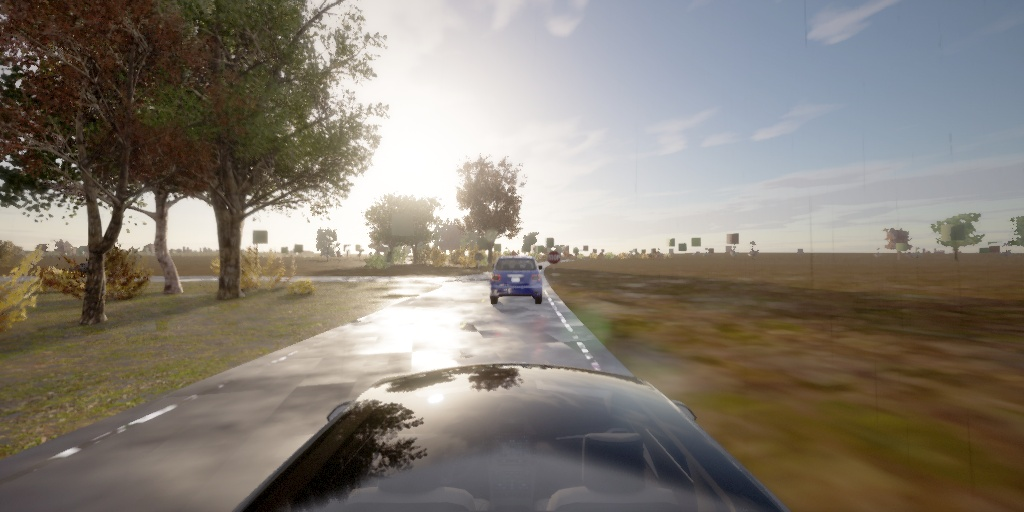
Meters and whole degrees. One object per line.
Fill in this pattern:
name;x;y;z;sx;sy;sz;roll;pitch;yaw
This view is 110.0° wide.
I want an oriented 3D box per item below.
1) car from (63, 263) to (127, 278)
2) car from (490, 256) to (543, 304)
car;-39.419;1.327;33.935;4.892;1.490;1.837;0;0;2
car;0.226;1.009;16.439;2.150;2.045;5.566;0;0;2
